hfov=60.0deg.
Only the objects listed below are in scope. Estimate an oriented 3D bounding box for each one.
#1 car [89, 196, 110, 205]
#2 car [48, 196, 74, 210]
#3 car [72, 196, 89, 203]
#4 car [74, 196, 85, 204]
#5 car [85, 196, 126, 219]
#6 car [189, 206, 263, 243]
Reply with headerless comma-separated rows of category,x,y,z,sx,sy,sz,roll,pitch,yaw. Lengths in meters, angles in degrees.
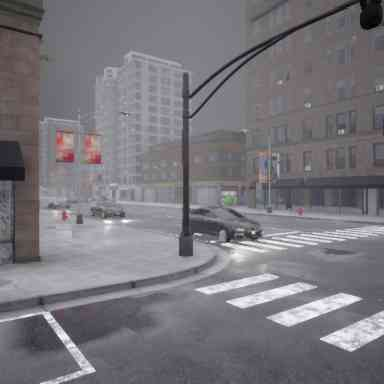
car,-16.158,1.410,57.909,1.837,1.490,4.892,0,0,-36
car,-16.781,1.463,41.842,1.812,1.442,4.674,0,0,-36
car,-22.243,1.451,66.324,1.994,1.385,4.181,0,0,-36
car,-21.407,1.450,59.638,2.033,1.411,5.357,0,0,-36
car,-7.357,1.461,28.761,1.837,1.490,4.892,0,2,-35
car,1.347,1.490,16.301,1.837,1.490,4.892,0,0,-32
